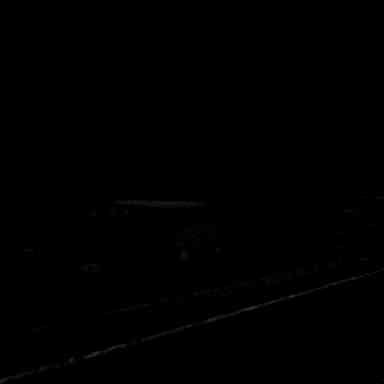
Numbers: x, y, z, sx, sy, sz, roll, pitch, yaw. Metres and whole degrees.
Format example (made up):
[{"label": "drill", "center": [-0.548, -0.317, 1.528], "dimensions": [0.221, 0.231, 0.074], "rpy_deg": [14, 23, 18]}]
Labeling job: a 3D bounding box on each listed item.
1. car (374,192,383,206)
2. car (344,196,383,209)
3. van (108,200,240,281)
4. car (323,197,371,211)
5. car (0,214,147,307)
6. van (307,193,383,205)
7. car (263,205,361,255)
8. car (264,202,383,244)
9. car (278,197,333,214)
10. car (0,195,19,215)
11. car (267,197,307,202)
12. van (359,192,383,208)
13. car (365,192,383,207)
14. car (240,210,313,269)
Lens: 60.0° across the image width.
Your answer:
[{"label": "car", "center": [29.683, 1.002, 47.782], "dimensions": [2.435, 2.045, 5.566], "rpy_deg": [0, 0, -36]}, {"label": "car", "center": [22.787, 1.289, 43.111], "dimensions": [1.946, 1.575, 5.366], "rpy_deg": [0, 0, -36]}, {"label": "van", "center": [-0.904, 1.224, 9.698], "dimensions": [1.878, 1.987, 4.442], "rpy_deg": [0, 0, -36]}, {"label": "car", "center": [18.397, 1.344, 39.705], "dimensions": [2.163, 1.488, 4.792], "rpy_deg": [0, 0, -36]}, {"label": "car", "center": [-3.268, 1.491, 8.186], "dimensions": [2.163, 1.488, 4.792], "rpy_deg": [0, 0, -36]}, {"label": "van", "center": [8.214, 1.178, 16.224], "dimensions": [1.878, 1.987, 4.442], "rpy_deg": [0, 0, -36]}, {"label": "car", "center": [3.605, 1.457, 13.033], "dimensions": [2.163, 1.488, 4.792], "rpy_deg": [0, 0, -36]}, {"label": "car", "center": [5.871, 1.415, 14.684], "dimensions": [2.097, 1.535, 5.008], "rpy_deg": [0, 0, -36]}, {"label": "car", "center": [11.717, 1.346, 34.731], "dimensions": [1.946, 1.575, 5.366], "rpy_deg": [0, 0, -36]}, {"label": "car", "center": [-11.145, 1.212, 18.562], "dimensions": [2.435, 2.045, 5.566], "rpy_deg": [0, 0, -36]}, {"label": "car", "center": [9.348, 1.361, 33.270], "dimensions": [2.231, 1.521, 4.892], "rpy_deg": [0, 0, -36]}, {"label": "van", "center": [25.083, 1.055, 44.668], "dimensions": [1.878, 1.987, 4.442], "rpy_deg": [0, 0, -36]}, {"label": "car", "center": [27.392, 1.018, 46.212], "dimensions": [2.435, 2.045, 5.566], "rpy_deg": [0, 0, -36]}, {"label": "car", "center": [1.325, 1.468, 11.402], "dimensions": [2.163, 1.488, 4.792], "rpy_deg": [0, 0, -36]}]
